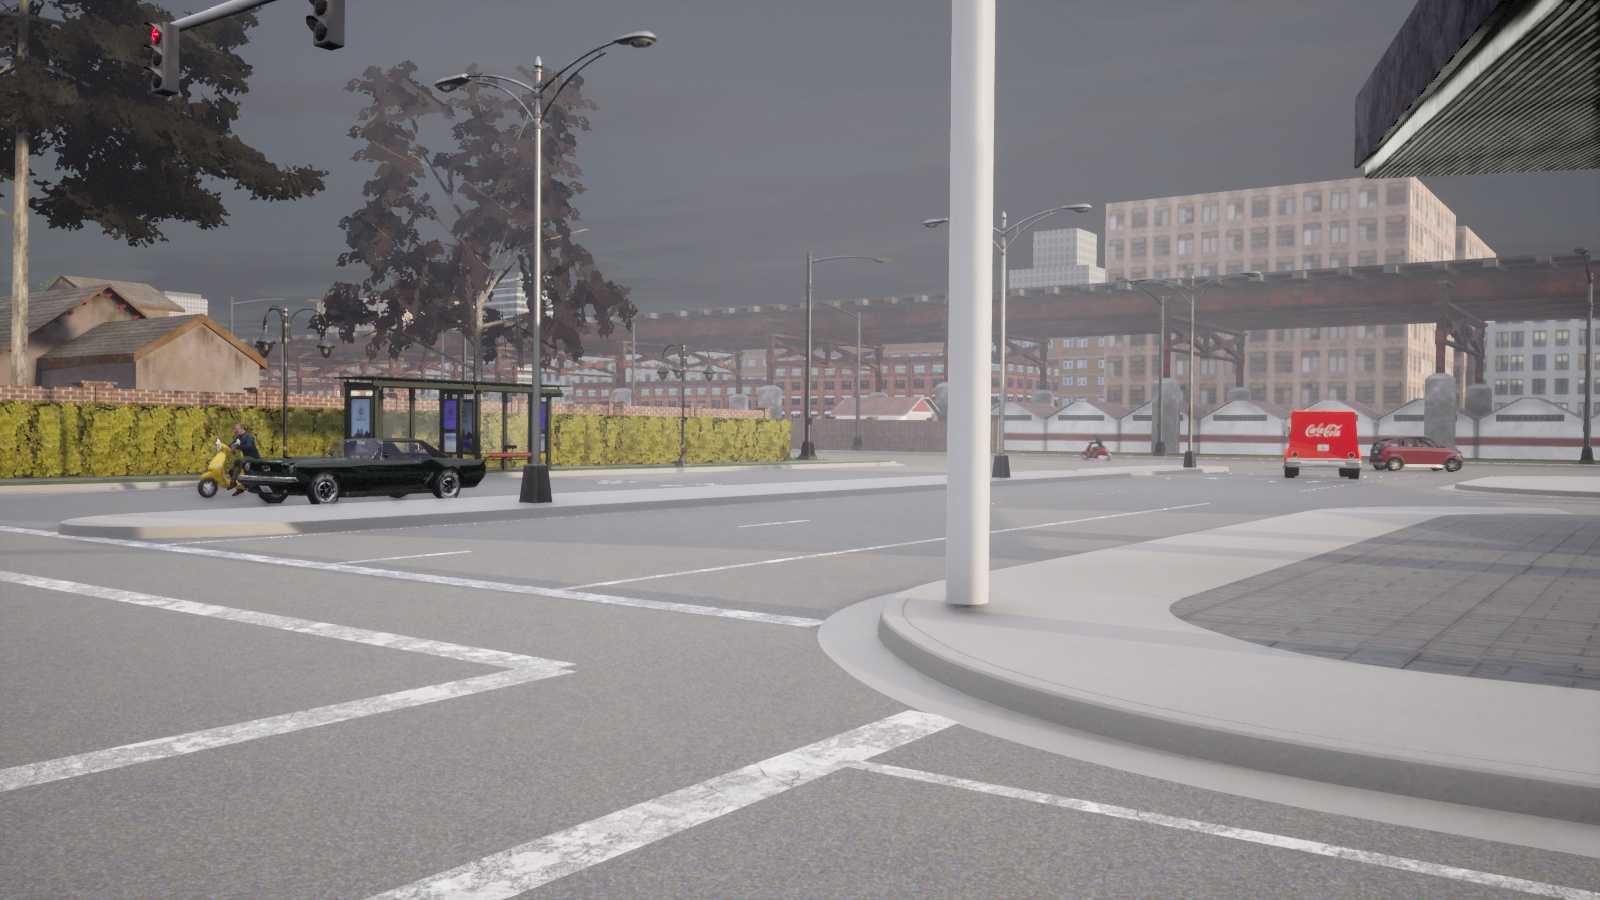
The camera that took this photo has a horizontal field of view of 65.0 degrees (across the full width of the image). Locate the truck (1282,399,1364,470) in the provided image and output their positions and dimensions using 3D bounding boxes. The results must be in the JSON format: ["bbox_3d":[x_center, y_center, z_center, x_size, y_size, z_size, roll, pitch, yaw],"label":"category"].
[{"bbox_3d":[19.224,-0.563,46.375,2.627,2.467,5.204,0,1,21],"label":"truck"}]

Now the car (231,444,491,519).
[{"bbox_3d":[-8.724,0.564,25.371,1.895,1.301,4.718,0,1,35],"label":"car"}]

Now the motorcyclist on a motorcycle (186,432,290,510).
[{"bbox_3d":[-11.985,0.427,26.842,0.866,1.590,1.817,0,1,35],"label":"motorcyclist on a motorcycle"}]

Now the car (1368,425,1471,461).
[{"bbox_3d":[27.444,-0.300,55.716,3.705,1.549,1.789,0,0,4],"label":"car"}]

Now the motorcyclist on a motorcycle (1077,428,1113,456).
[{"bbox_3d":[17.058,-0.461,72.608,1.817,1.590,0.866,0,1,35],"label":"motorcyclist on a motorcycle"}]
